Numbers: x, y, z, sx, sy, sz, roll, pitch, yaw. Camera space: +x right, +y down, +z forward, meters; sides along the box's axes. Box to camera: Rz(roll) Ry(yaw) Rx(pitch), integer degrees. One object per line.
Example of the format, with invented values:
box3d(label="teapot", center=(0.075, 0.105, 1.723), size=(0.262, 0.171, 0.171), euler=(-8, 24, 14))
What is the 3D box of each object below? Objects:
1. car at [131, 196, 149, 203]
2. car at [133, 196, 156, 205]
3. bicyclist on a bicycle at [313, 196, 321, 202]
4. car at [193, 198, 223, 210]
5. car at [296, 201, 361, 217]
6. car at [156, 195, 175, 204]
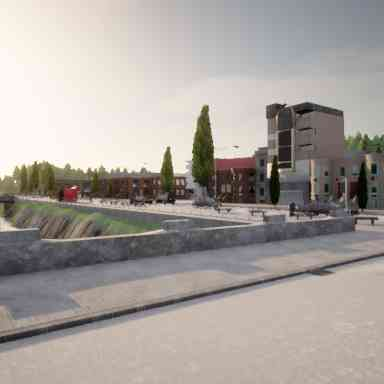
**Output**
box3d(label="car", center=(-10.758, 1.526, 68.554), size=(1.812, 1.442, 4.674), euler=(0, 0, -36))
box3d(label="car", center=(-8.729, 1.666, 58.640), size=(1.895, 1.301, 4.718), euler=(0, 0, -35))
box3d(label="bicyclist on a bicycle", center=(14.937, 1.349, 39.677), size=(1.656, 1.620, 0.582), euler=(0, 0, -35))
box3d(label="car", center=(2.006, 1.504, 43.379), size=(1.837, 1.490, 4.892), euler=(0, 0, -35))
box3d(label="car", center=(11.911, 1.547, 29.440), size=(2.033, 1.411, 5.357), euler=(0, 0, -35))
box3d(label="car", center=(-5.033, 1.352, 60.513), size=(2.097, 1.767, 4.553), euler=(0, 0, -36))
